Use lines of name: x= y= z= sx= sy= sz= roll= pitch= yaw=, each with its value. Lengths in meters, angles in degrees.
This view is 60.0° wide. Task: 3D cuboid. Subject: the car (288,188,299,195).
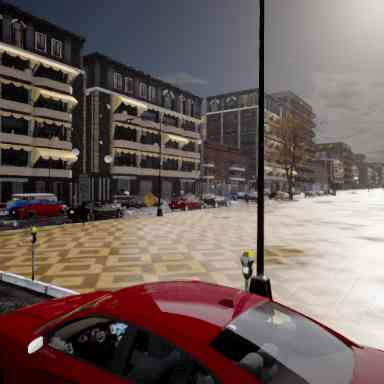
car: x=24.281 y=-0.030 z=83.481 sx=2.192 sy=1.841 sz=5.009 roll=2 pitch=2 yaw=35

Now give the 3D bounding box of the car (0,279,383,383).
car: x=-0.324 y=1.544 z=3.095 sx=4.507 sy=1.381 sz=1.887 roll=0 pitch=0 yaw=35

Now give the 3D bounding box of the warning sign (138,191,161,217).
warning sign: x=-3.150 y=0.851 z=24.811 sx=1.300 sy=1.860 sz=1.060 roll=-1 pitch=0 yaw=35

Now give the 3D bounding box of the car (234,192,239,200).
car: x=6.907 y=0.734 z=53.602 sx=1.812 sy=1.442 sz=4.674 roll=1 pitch=1 yaw=35

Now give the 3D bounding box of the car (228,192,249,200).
car: x=8.470 y=0.649 z=60.567 sx=1.947 sy=1.339 sz=4.313 roll=2 pitch=2 yaw=35

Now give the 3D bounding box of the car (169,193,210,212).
car: x=-0.442 y=1.132 z=32.886 sx=1.887 sy=1.381 sz=4.507 roll=2 pitch=2 yaw=35

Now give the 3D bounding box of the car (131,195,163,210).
car: x=-5.329 y=1.088 z=36.032 sx=2.033 sy=1.411 sz=5.357 roll=1 pitch=1 yaw=33

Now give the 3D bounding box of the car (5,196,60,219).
car: x=-12.069 y=1.294 z=26.245 sx=1.994 sy=1.385 sz=4.181 roll=1 pitch=1 yaw=34

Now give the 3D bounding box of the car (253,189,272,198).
car: x=14.797 y=0.226 z=69.729 sx=2.192 sy=1.841 sz=5.009 roll=2 pitch=2 yaw=35

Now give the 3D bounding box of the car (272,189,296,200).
car: x=15.465 y=0.675 z=55.948 sx=1.752 sy=1.417 sz=4.829 roll=2 pitch=2 yaw=35

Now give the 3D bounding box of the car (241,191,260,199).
car: x=11.536 y=0.525 z=65.009 sx=1.752 sy=1.417 sz=4.829 roll=2 pitch=2 yaw=35

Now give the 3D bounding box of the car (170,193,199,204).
car: x=-1.016 y=0.909 z=46.813 sx=1.947 sy=1.339 sz=4.313 roll=2 pitch=2 yaw=35

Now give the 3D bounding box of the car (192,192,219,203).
car: x=2.146 y=0.807 z=51.397 sx=2.008 sy=1.369 sz=4.403 roll=2 pitch=2 yaw=35

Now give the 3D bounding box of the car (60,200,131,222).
car: x=-6.765 y=1.329 z=23.719 sx=1.947 sy=1.339 sz=4.313 roll=2 pitch=2 yaw=35

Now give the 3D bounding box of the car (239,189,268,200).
car: x=9.774 y=0.717 z=52.278 sx=2.128 sy=1.511 sz=4.902 roll=1 pitch=1 yaw=35

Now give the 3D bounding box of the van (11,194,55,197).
van: x=-13.661 y=1.035 z=28.471 sx=1.690 sy=1.788 sz=3.998 roll=2 pitch=2 yaw=35

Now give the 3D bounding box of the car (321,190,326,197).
car: x=28.015 y=0.360 z=74.145 sx=2.008 sy=1.369 sz=4.403 roll=2 pitch=2 yaw=35

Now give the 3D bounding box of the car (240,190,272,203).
car: x=9.044 y=0.876 z=46.639 sx=2.008 sy=1.369 sz=4.403 roll=2 pitch=2 yaw=35

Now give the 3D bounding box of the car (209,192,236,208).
car: x=2.720 y=1.050 z=37.470 sx=2.008 sy=1.369 sz=4.403 roll=2 pitch=2 yaw=35

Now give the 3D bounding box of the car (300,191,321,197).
car: x=24.854 y=0.445 z=69.562 sx=2.008 sy=1.369 sz=4.403 roll=2 pitch=2 yaw=35

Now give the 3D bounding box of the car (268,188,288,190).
car: x=15.670 y=0.569 z=60.835 sx=1.837 sy=1.490 sz=4.892 roll=1 pitch=1 yaw=35

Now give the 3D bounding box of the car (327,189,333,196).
car: x=34.340 y=0.078 z=83.311 sx=1.967 sy=1.590 sz=4.097 roll=2 pitch=2 yaw=35
